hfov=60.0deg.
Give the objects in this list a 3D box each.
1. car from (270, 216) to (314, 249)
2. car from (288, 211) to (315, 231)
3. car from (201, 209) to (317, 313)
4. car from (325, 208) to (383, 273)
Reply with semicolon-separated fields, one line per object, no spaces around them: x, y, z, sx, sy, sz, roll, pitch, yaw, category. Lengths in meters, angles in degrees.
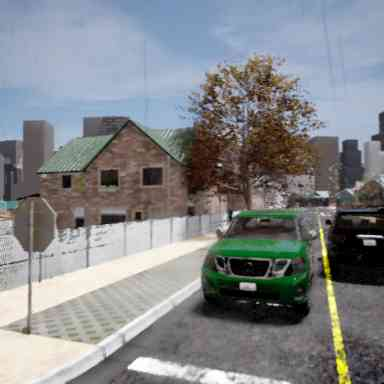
5.858;2.146;18.926;2.033;1.411;5.357;-1;-2;20;car
9.692;2.466;29.138;2.033;1.411;5.357;-1;-2;21;car
2.039;1.504;8.809;2.150;2.045;5.566;-1;-2;21;car
5.936;1.565;11.607;2.150;2.045;5.566;-1;-2;23;car
